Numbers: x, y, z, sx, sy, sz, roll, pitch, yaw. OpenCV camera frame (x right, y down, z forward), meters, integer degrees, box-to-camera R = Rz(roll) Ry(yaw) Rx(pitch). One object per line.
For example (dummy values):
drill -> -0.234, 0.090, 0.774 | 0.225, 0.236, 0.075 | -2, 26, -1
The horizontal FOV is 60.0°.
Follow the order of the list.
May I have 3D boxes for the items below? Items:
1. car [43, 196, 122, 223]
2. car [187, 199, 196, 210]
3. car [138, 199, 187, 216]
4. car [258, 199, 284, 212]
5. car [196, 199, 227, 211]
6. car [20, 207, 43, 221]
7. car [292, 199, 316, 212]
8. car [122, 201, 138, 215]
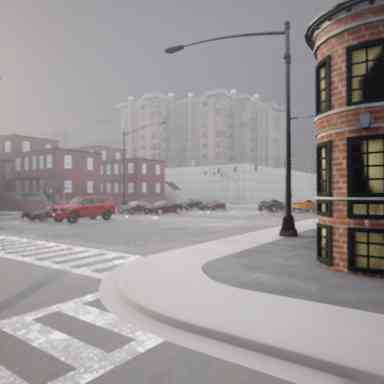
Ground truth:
car -> -8.829, 1.365, 27.293 | 2.150, 2.045, 5.566 | 0, 0, 36
car -> -0.411, 1.657, 45.062 | 2.128, 1.511, 4.902 | 0, 0, 36
car -> -3.037, 1.621, 35.396 | 1.882, 1.535, 5.008 | 0, 0, 35
car -> 9.788, 1.605, 41.004 | 1.837, 1.490, 4.892 | 0, 0, 36
car -> 2.810, 1.708, 43.550 | 1.994, 1.385, 4.181 | 0, 0, 35
car -> -11.908, 1.713, 29.001 | 2.033, 1.411, 5.357 | 0, 0, 35
car -> 13.457, 1.555, 40.092 | 1.882, 1.535, 5.008 | 0, 0, 36
car -> -6.184, 1.691, 36.996 | 1.812, 1.442, 4.674 | 0, 0, 35
